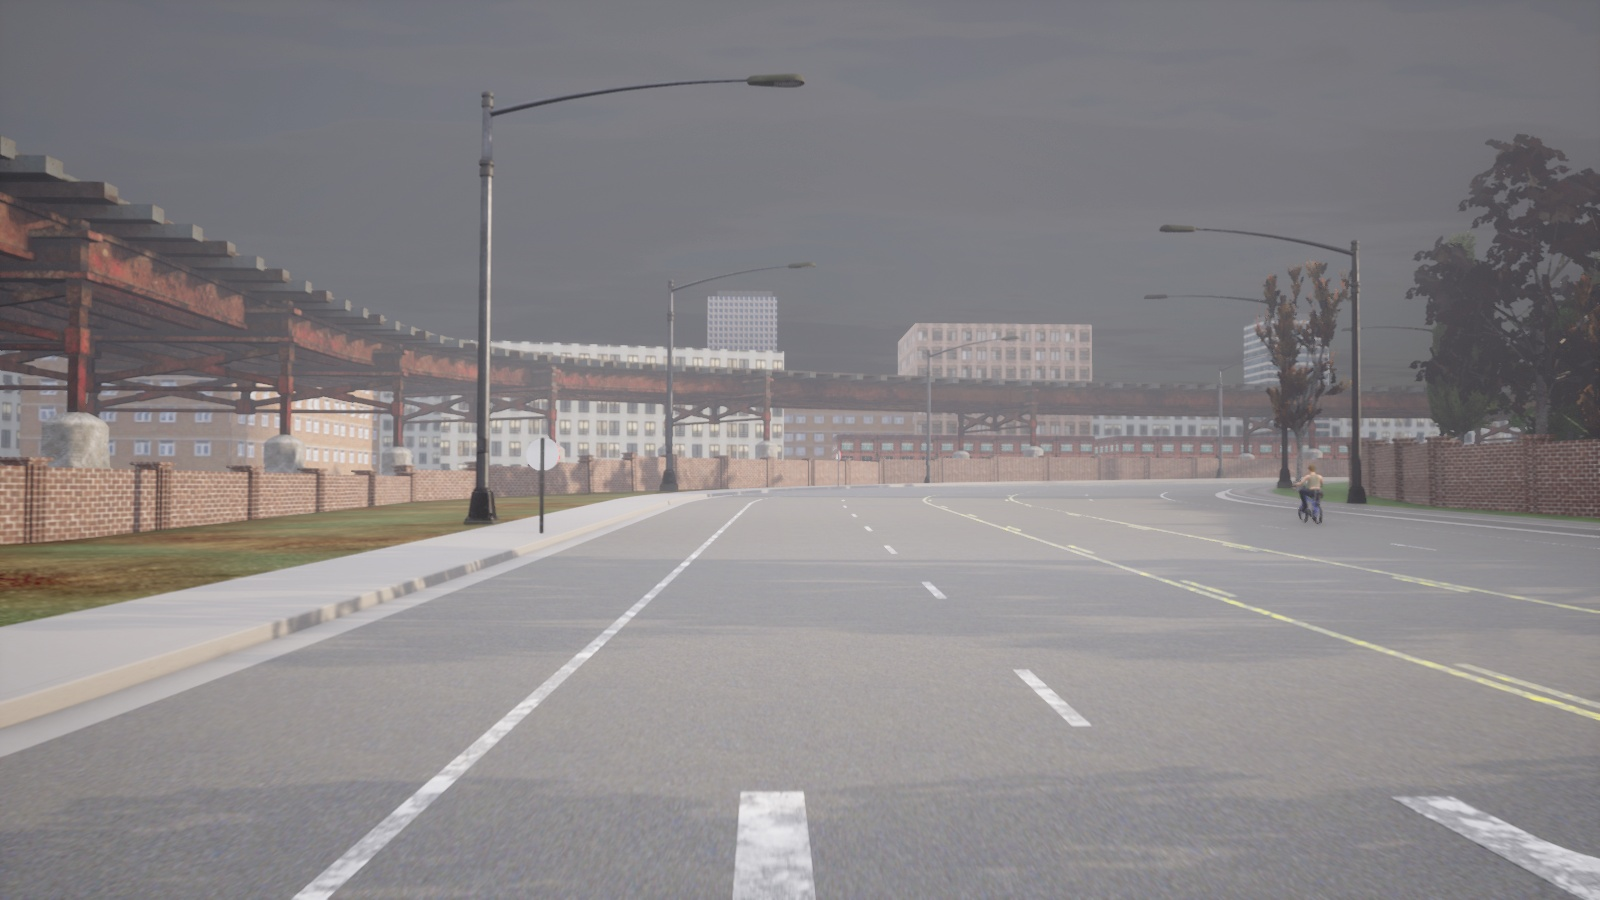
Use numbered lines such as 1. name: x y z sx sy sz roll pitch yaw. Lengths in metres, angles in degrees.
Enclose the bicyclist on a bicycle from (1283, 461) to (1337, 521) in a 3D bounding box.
1. bicyclist on a bicycle: 13.907 1.101 34.294 0.866 1.612 1.509 0 -1 0
